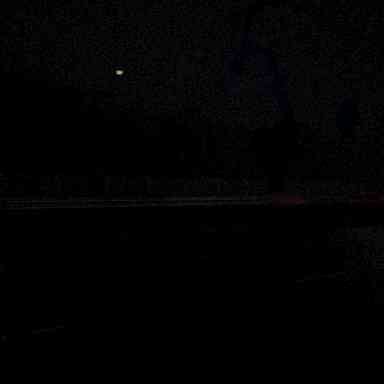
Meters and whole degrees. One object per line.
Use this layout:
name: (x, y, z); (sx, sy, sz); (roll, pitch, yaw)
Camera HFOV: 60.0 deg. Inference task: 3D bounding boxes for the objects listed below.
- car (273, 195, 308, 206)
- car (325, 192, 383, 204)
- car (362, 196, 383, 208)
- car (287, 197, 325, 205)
car: (10.826, 1.113, 35.487); (4.553, 1.767, 2.097); (0, 1, -30)
car: (14.911, 1.059, 29.770); (5.566, 2.045, 2.150); (1, 0, -30)
car: (24.501, 1.301, 43.556); (4.674, 1.442, 1.812); (0, 1, -30)
car: (11.760, 1.397, 31.986); (4.718, 1.301, 1.895); (0, 1, -30)
